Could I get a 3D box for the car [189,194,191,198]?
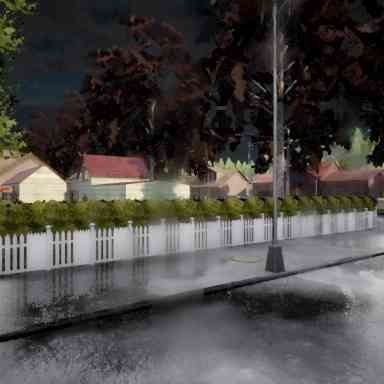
[{"bbox_3d":[-2.188,1.221,57.477,2.150,2.045,5.566,0,0,-35],"label":"car"}]
